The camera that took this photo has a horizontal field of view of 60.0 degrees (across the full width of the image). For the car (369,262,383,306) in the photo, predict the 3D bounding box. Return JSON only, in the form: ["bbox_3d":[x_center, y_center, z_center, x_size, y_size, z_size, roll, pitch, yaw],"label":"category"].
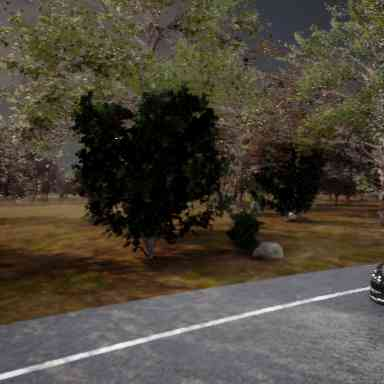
[{"bbox_3d":[5.702,1.532,6.661,4.892,1.490,1.837,0,-1,-27],"label":"car"}]
